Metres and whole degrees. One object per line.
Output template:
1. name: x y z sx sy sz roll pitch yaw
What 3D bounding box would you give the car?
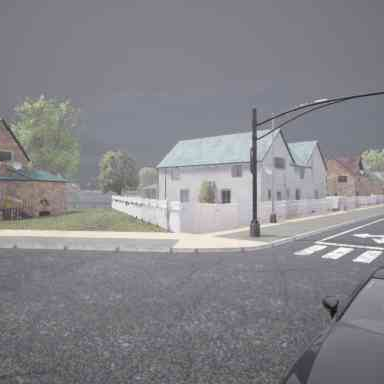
1. car: 2.520 1.524 3.395 1.812 1.442 4.674 0 0 42
